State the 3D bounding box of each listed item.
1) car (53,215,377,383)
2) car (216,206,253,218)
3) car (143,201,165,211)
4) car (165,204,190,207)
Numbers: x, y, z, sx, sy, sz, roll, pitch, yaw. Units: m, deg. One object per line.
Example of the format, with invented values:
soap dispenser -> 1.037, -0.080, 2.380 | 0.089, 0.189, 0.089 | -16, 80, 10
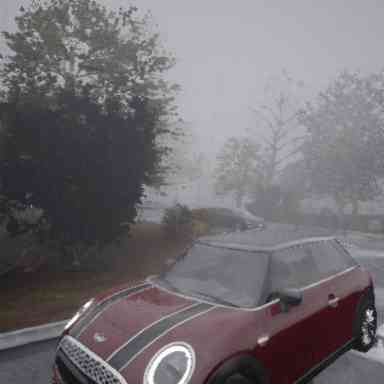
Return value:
car -> 0.655, 1.382, 4.413 | 4.553, 1.767, 2.097 | 1, 0, -43
car -> 2.655, 1.724, 21.490 | 1.837, 1.490, 4.892 | 2, -1, -35
car -> -5.363, 1.970, 47.032 | 4.181, 1.385, 1.994 | 1, -1, 3
car -> -0.221, 1.850, 31.696 | 2.033, 1.411, 5.357 | 2, -1, -30
